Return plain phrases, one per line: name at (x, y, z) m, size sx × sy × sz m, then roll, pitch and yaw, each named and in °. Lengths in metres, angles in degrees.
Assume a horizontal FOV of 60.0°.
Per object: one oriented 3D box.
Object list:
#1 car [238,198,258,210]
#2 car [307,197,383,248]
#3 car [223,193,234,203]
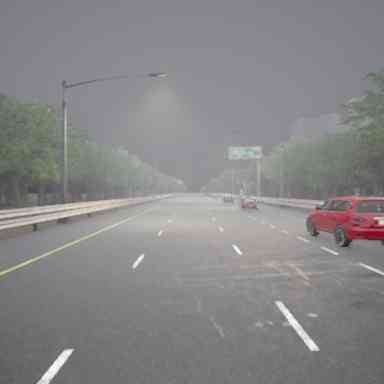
car at (7.107, 1.525, 42.582) m, size 1.812 × 1.442 × 4.674 m, roll 0°, pitch 0°, yaw 0°
car at (7.016, 1.222, 14.901) m, size 2.150 × 2.045 × 5.566 m, roll 0°, pitch 0°, yaw 0°
car at (7.249, 1.456, 67.020) m, size 2.128 × 1.511 × 4.902 m, roll 0°, pitch 0°, yaw 0°
